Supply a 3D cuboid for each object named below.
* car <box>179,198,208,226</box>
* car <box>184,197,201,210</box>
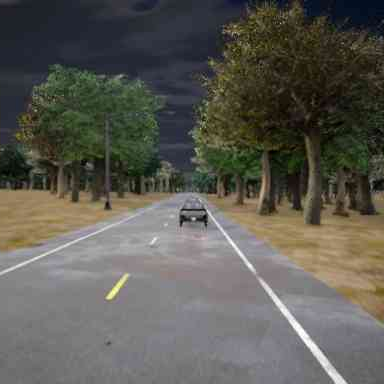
[{"bbox_3d":[0.101,1.451,23.023,2.128,1.511,4.902,0,0,0],"label":"car"},{"bbox_3d":[0.102,1.405,41.876,2.033,1.411,5.357,0,0,0],"label":"car"}]
